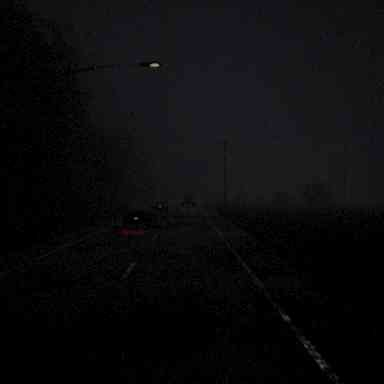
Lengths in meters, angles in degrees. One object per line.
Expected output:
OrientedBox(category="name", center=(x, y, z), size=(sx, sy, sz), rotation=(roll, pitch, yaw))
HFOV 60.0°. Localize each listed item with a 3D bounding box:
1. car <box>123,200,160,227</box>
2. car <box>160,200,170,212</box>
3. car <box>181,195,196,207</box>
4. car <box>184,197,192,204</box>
OrientedBox(category="car", center=(-3.683, 1.590, 24.114), size=(1.882, 1.535, 5.008), rotation=(0, 0, -1))
OrientedBox(category="car", center=(-3.905, 1.753, 42.184), size=(1.994, 1.385, 4.181), rotation=(0, 0, -1))
OrientedBox(category="car", center=(-0.563, 1.456, 55.104), size=(2.150, 2.045, 5.566), rotation=(0, 0, -1))
OrientedBox(category="car", center=(-0.893, 1.841, 73.666), size=(1.812, 1.442, 4.674), rotation=(0, 0, -1))
